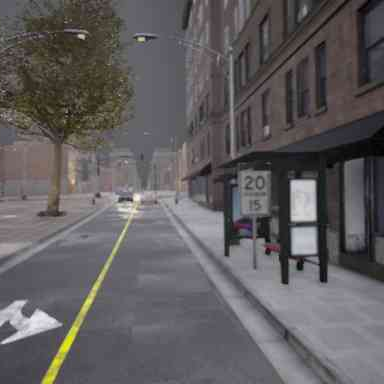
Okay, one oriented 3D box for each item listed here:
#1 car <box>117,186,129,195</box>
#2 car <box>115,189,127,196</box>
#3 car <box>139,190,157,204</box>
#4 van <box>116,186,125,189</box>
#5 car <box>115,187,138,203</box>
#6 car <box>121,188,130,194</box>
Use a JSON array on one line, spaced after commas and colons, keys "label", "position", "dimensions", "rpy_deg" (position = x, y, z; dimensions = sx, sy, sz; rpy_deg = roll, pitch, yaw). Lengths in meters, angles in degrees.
[{"label": "car", "position": [-15.209, -0.309, 73.438], "dimensions": [2.192, 1.841, 5.009], "rpy_deg": [1, 1, -8]}, {"label": "car", "position": [-14.532, 0.006, 68.503], "dimensions": [2.008, 1.369, 4.403], "rpy_deg": [1, 1, -8]}, {"label": "car", "position": [-5.128, 0.602, 39.707], "dimensions": [1.812, 1.442, 4.674], "rpy_deg": [-1, 3, -8]}, {"label": "van", "position": [-14.074, -0.150, 65.212], "dimensions": [1.690, 1.788, 3.998], "rpy_deg": [1, 1, -8]}, {"label": "car", "position": [-8.283, 0.530, 42.160], "dimensions": [2.033, 1.411, 5.357], "rpy_deg": [-1, 3, -8]}, {"label": "car", "position": [-16.660, -0.240, 83.920], "dimensions": [1.887, 1.381, 4.507], "rpy_deg": [1, 1, -8]}]
